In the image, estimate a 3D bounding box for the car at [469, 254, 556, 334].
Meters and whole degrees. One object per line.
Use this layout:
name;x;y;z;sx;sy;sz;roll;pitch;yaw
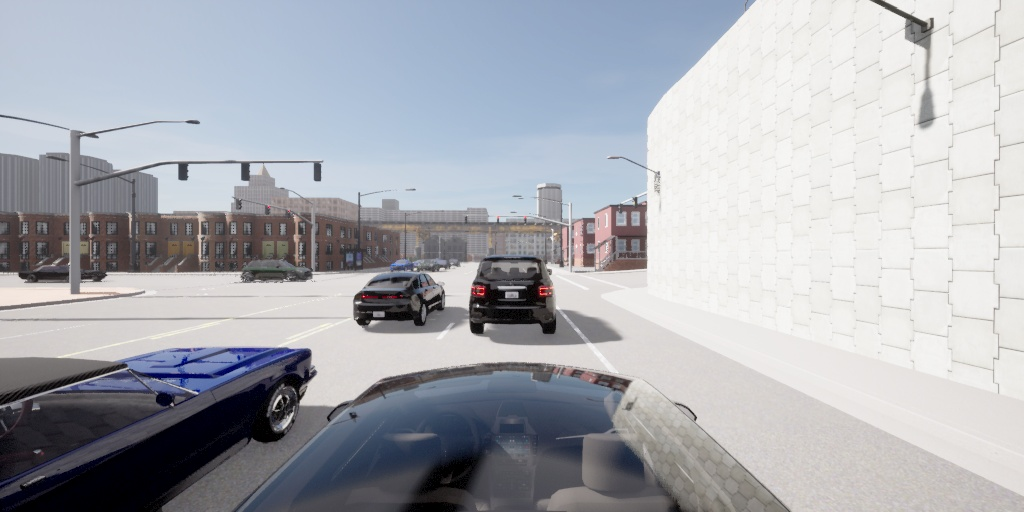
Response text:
car;0.061;0.971;10.761;2.150;2.045;5.566;0;0;1

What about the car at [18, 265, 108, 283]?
car;-33.746;1.351;27.083;4.718;1.301;1.895;0;0;0

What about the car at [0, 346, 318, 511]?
car;-3.397;1.351;2.397;1.895;1.301;4.718;0;0;0

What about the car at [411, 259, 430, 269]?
car;-14.107;1.274;55.665;1.812;1.442;4.674;0;0;0

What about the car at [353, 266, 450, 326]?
car;-3.423;1.255;11.651;1.837;1.490;4.892;0;0;0

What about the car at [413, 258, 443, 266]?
car;-10.597;1.102;45.533;2.097;1.767;4.553;0;0;0

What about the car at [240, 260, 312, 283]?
car;-17.949;1.101;27.538;4.553;1.767;2.097;0;0;-6

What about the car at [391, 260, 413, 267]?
car;-14.111;1.228;46.325;1.882;1.535;5.008;0;0;0

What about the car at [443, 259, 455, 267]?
car;-10.608;1.297;55.001;2.033;1.411;5.357;0;0;0
